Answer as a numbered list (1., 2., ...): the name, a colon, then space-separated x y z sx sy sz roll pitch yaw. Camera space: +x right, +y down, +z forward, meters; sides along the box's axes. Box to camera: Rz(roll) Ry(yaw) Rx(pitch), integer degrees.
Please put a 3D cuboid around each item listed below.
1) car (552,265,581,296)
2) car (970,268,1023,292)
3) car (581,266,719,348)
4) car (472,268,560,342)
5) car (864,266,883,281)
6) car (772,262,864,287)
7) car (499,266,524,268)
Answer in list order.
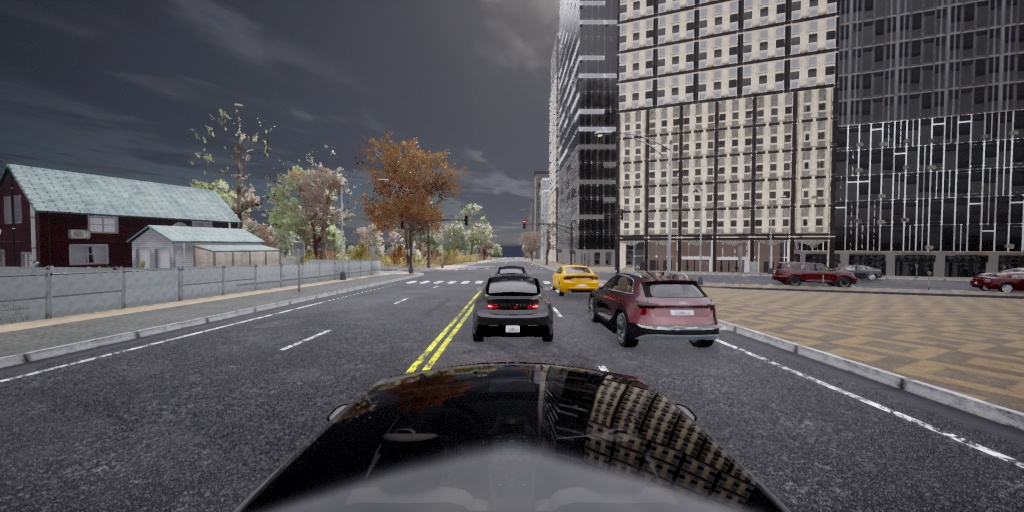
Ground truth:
1. car: 3.283 1.224 19.263 1.882 1.535 5.008 0 0 0
2. car: 33.619 1.715 23.611 4.507 1.381 1.888 0 0 20
3. car: 3.335 1.177 9.273 2.033 1.649 4.856 0 0 0
4. car: 0.030 1.252 9.783 1.837 1.490 4.892 0 0 0
5. car: 30.988 1.468 32.952 4.403 1.370 2.007 0 0 20
6. car: 22.965 1.393 27.489 5.009 1.841 2.192 0 0 20
7. car: -0.031 1.251 18.450 1.837 1.490 4.892 0 0 0
